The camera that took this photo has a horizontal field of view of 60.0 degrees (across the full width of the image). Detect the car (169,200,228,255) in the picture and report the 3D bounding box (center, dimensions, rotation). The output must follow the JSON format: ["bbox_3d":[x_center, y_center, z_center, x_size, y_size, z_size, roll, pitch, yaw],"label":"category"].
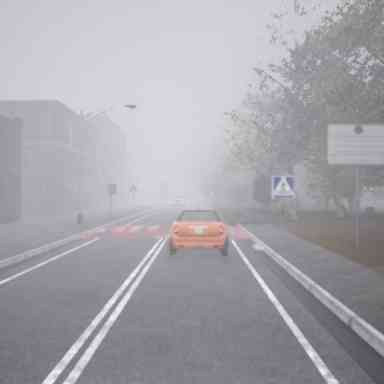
[{"bbox_3d":[0.287,1.378,13.640,2.097,1.767,4.553,0,0,1],"label":"car"}]

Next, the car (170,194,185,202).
[{"bbox_3d":[-2.266,1.365,54.820,2.150,2.045,5.566,0,-1,2],"label":"car"}]
